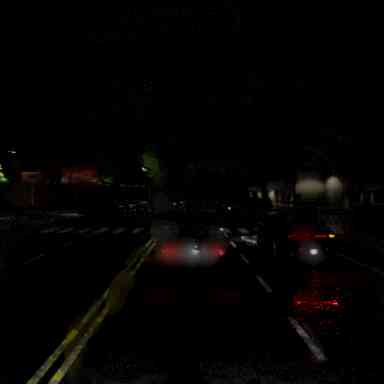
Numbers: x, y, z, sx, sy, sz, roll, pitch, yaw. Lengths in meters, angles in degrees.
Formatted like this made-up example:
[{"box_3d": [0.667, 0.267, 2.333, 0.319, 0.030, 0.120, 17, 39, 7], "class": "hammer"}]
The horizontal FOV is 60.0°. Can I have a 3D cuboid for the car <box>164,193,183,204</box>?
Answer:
[{"box_3d": [-3.274, 1.148, 59.673, 2.150, 2.045, 5.566, 0, 0, 1], "class": "car"}]

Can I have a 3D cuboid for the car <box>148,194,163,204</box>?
[{"box_3d": [-6.773, 1.431, 59.880, 1.837, 1.490, 4.892, 0, 0, 1], "class": "car"}]

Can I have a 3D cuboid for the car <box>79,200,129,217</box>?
[{"box_3d": [-8.067, 1.453, 30.243, 4.902, 1.511, 2.128, 0, 0, 25], "class": "car"}]

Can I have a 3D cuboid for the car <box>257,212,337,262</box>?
[{"box_3d": [3.594, 1.489, 12.113, 1.837, 1.490, 4.892, 0, 0, 1], "class": "car"}]

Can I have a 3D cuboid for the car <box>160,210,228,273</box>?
[{"box_3d": [0.068, 1.534, 10.605, 2.033, 1.411, 5.357, 0, 0, 0], "class": "car"}]

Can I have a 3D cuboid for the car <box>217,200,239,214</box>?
[{"box_3d": [3.637, 1.521, 34.092, 1.994, 1.385, 4.181, 0, 0, 0], "class": "car"}]

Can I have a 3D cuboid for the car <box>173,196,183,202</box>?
[{"box_3d": [-3.084, 1.503, 75.198, 1.895, 1.301, 4.718, 0, 0, 1], "class": "car"}]
